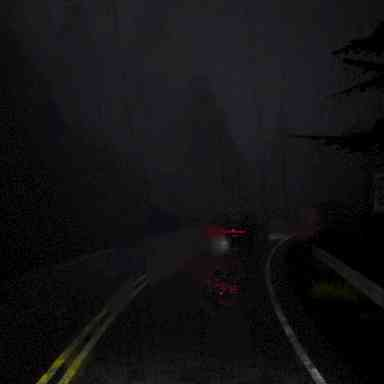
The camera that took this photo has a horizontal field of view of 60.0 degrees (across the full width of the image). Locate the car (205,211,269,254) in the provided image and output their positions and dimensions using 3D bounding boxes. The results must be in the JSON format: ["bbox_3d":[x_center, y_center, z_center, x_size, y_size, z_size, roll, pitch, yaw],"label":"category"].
[{"bbox_3d":[1.956,1.538,13.751,1.837,1.490,4.892,-2,0,21],"label":"car"}]

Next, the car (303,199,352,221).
[{"bbox_3d":[10.283,1.315,24.929,4.892,1.490,1.837,-3,-3,-38],"label":"car"}]
